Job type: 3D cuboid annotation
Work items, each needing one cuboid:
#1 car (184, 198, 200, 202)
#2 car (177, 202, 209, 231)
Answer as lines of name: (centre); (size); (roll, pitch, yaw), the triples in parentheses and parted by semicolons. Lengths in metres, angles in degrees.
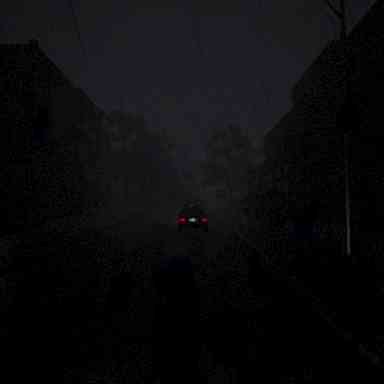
car: (0.001, 1.364, 36.922); (1.994, 1.385, 4.181); (0, -1, 0)
car: (0.037, 1.588, 20.770); (2.033, 1.411, 5.357); (0, 0, -1)
